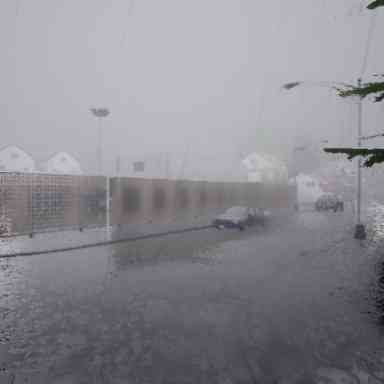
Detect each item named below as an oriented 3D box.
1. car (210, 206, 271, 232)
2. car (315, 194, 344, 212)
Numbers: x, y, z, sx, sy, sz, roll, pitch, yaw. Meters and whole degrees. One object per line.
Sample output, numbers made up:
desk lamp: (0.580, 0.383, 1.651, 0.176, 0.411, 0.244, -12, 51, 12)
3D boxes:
car: (3.233, 1.568, 20.915, 2.033, 1.411, 5.357, 0, 0, 36)
car: (16.113, 1.251, 38.811, 2.150, 2.045, 5.566, 0, 0, 36)
